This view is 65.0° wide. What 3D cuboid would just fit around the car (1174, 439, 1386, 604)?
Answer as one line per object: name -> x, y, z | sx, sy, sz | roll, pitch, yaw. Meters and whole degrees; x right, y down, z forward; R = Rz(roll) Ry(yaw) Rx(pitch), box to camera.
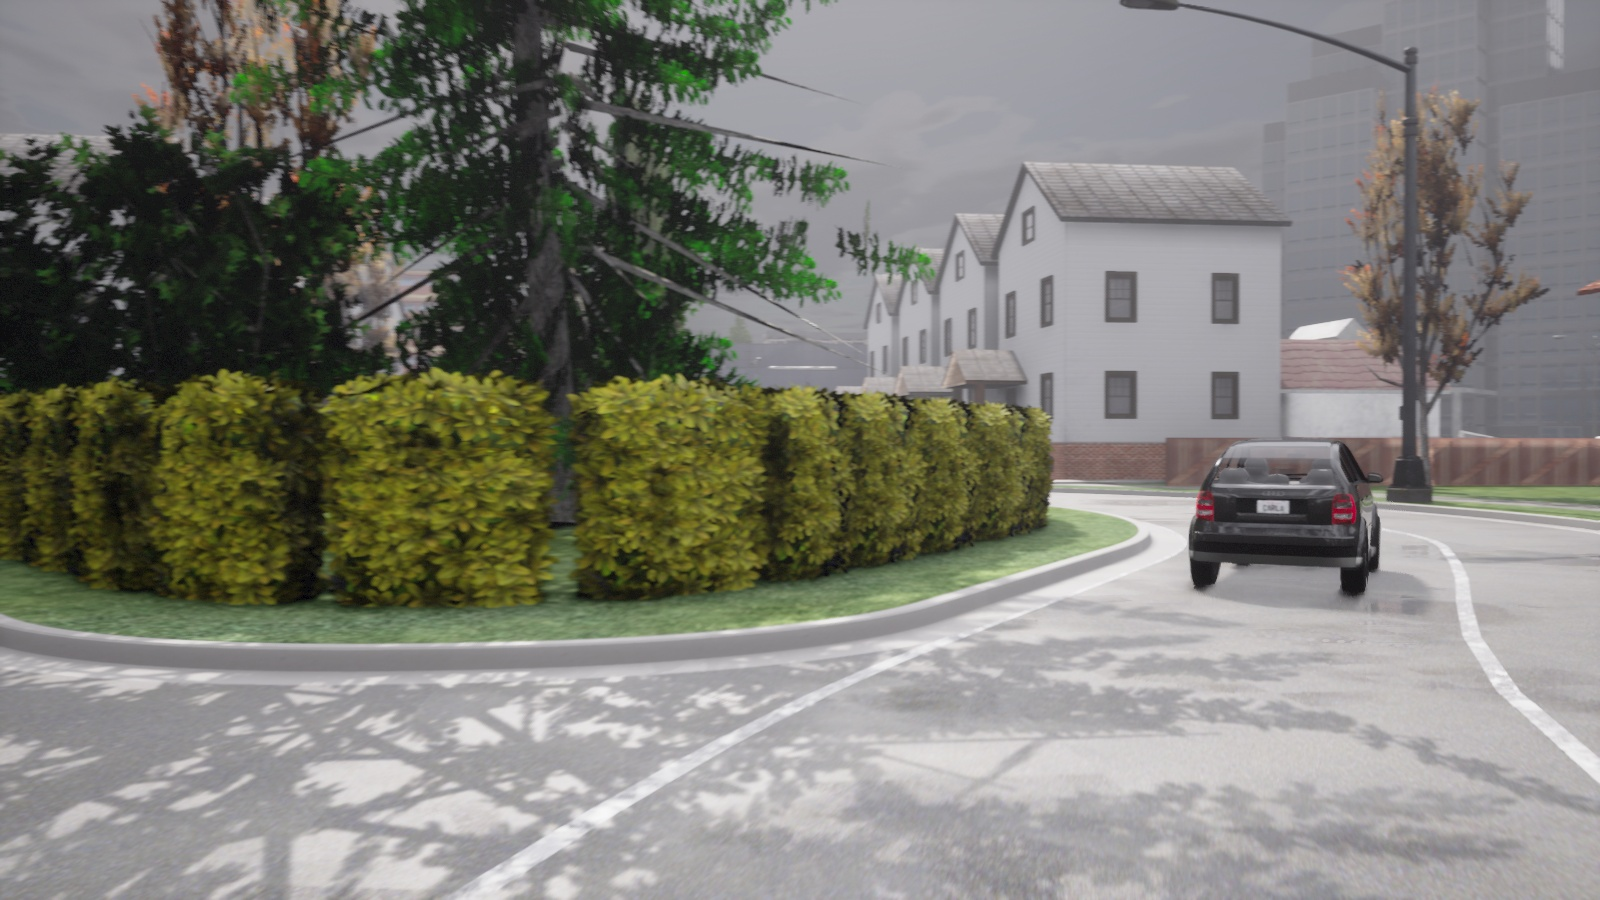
car -> 5.422, 0.662, 13.913 | 1.789, 1.549, 3.705 | 0, 0, 27
